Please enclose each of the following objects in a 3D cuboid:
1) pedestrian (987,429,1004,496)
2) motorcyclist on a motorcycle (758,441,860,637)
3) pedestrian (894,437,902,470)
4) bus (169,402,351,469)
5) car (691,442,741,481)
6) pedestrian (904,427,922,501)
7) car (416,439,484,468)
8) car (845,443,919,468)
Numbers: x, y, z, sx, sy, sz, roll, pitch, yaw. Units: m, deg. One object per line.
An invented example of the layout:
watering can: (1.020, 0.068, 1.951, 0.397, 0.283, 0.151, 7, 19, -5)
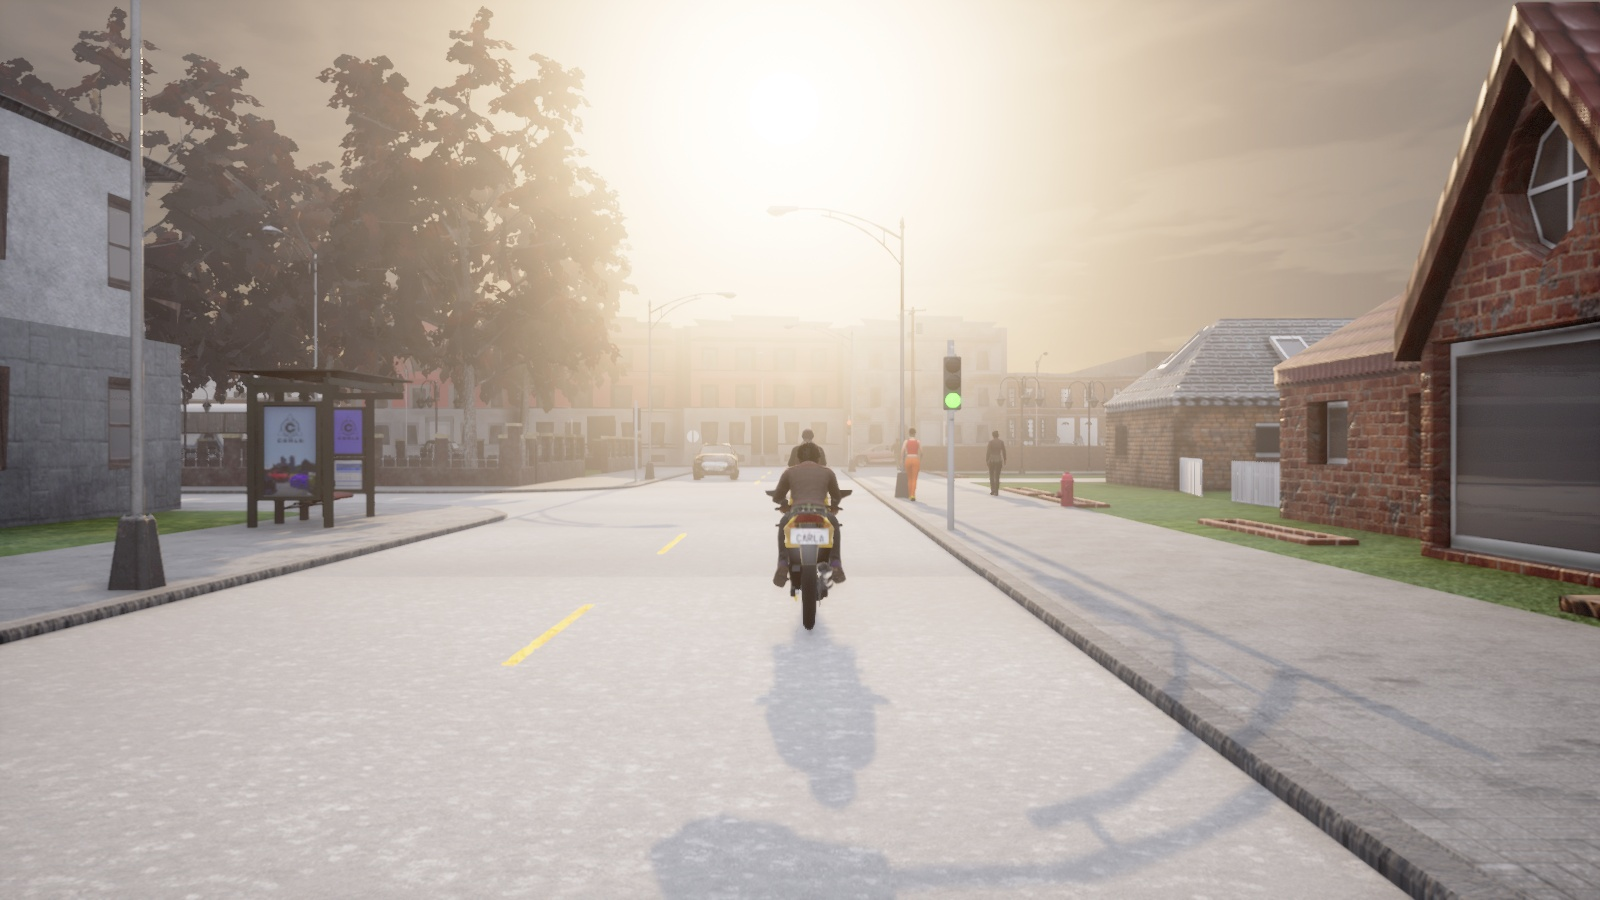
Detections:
pedestrian: (5.325, 0.341, 34.252, 0.328, 1.805, 0.869, 0, 0, -1)
motorcyclist on a motorcycle: (0.075, 0.691, 10.827, 0.797, 1.523, 2.044, 0, 0, 0)
pedestrian: (5.474, 0.216, 70.249, 0.431, 1.840, 0.703, 0, 0, 2)
bus: (-35.257, -0.945, 82.294, 10.273, 4.253, 3.944, 0, 0, 1)
car: (-3.739, 0.477, 56.328, 2.033, 1.649, 4.856, 0, 0, -1)
pedestrian: (2.811, 0.344, 31.314, 0.345, 1.836, 0.594, 0, 0, 15)
car: (-22.902, 0.237, 82.253, 3.866, 1.878, 1.905, 0, 0, 1)
car: (5.563, 0.382, 85.982, 4.856, 1.649, 2.033, 0, 0, -2)
